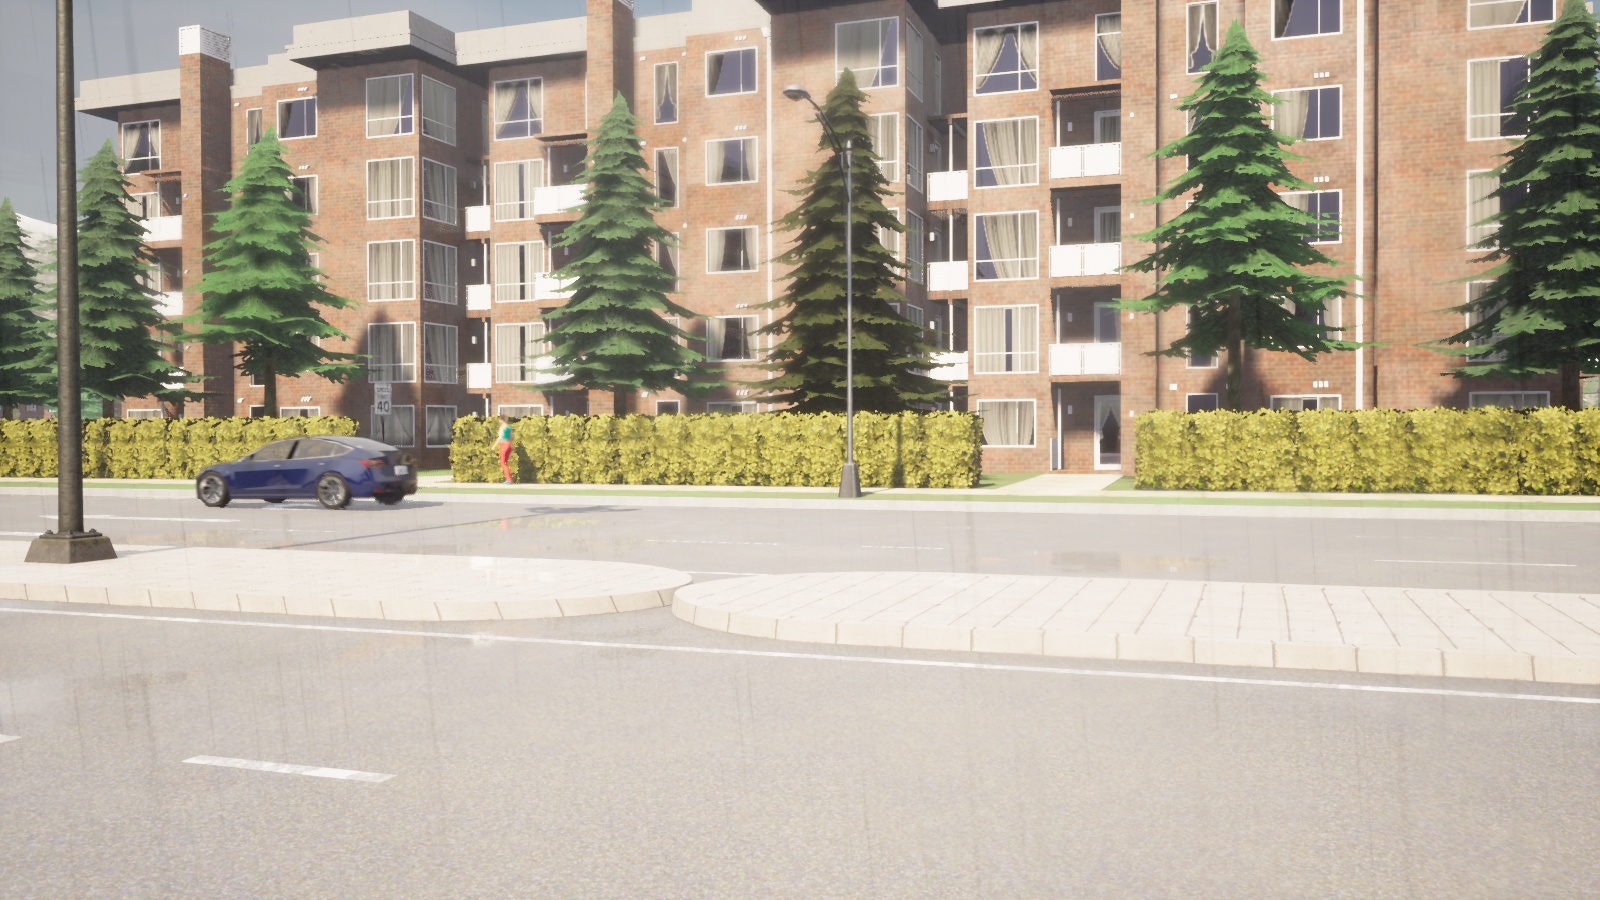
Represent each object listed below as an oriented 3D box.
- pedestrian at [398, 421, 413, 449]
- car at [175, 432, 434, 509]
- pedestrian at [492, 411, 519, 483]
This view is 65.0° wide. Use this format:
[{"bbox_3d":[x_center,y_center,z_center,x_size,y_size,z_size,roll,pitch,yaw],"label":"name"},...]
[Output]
[{"bbox_3d":[-27.442,-1.047,87.387,0.563,1.883,0.849,1,1,21],"label":"pedestrian"},{"bbox_3d":[-10.357,0.366,26.318,4.792,1.488,2.163,1,1,19],"label":"car"},{"bbox_3d":[-7.607,-0.082,32.432,0.594,1.836,0.345,1,1,22],"label":"pedestrian"}]
